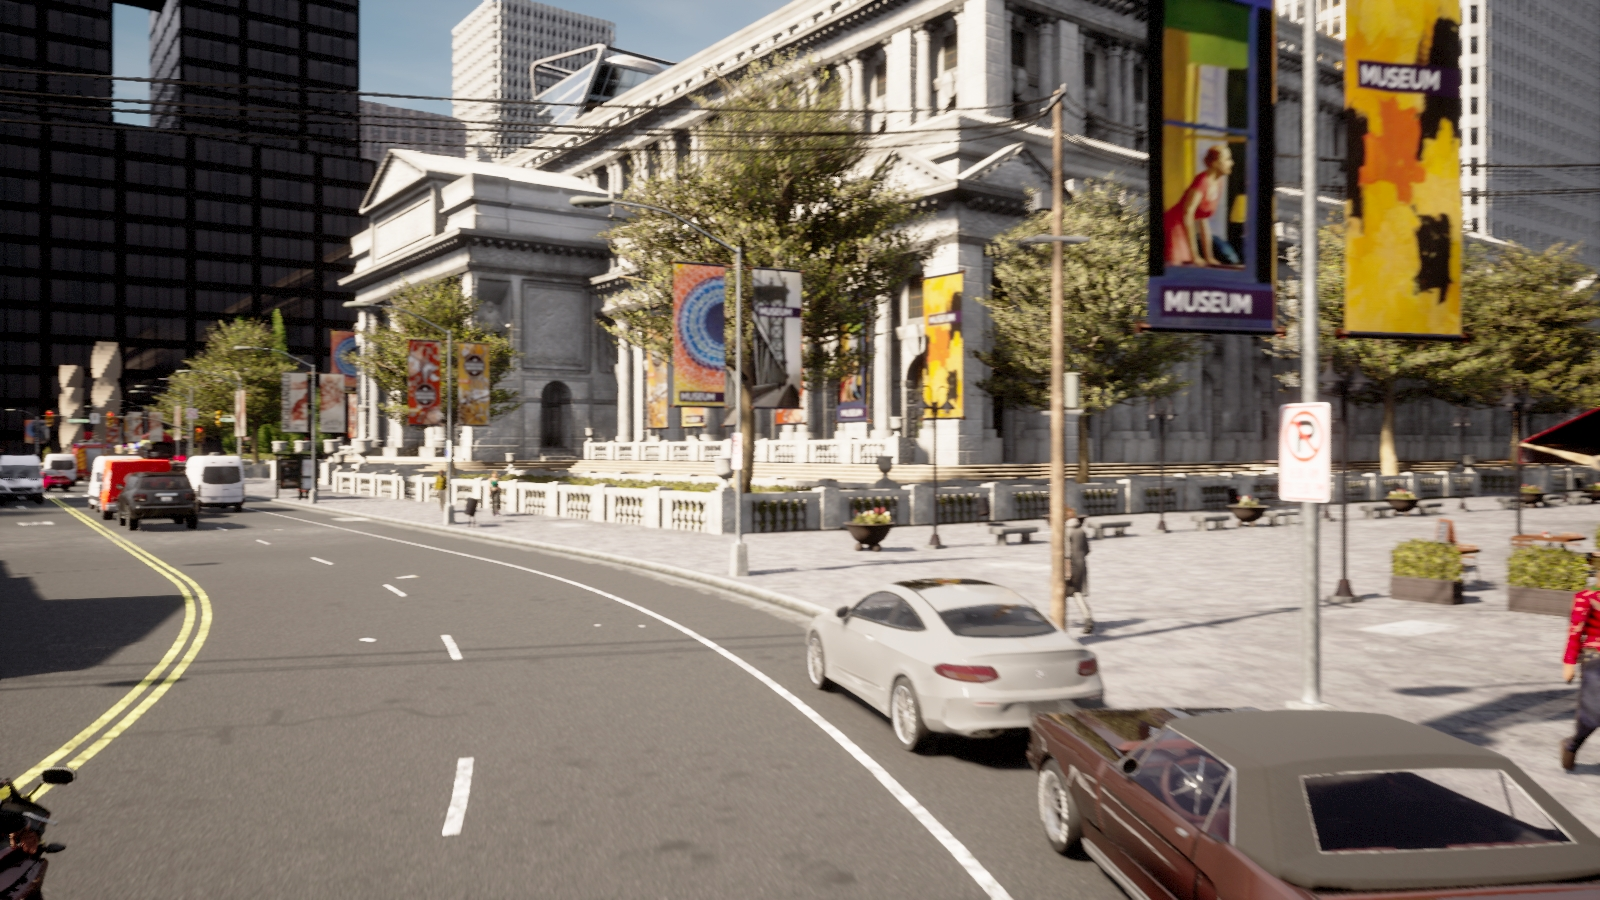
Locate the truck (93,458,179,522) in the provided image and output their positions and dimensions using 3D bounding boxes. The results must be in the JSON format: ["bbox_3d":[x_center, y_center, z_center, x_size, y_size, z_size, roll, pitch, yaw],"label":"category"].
[{"bbox_3d":[-27.849,1.601,47.815,2.627,2.467,5.204,0,0,-36],"label":"truck"}]

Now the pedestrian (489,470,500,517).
[{"bbox_3d":[-12.123,1.711,45.342,0.375,1.860,0.375,0,0,-29],"label":"pedestrian"}]

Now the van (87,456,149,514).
[{"bbox_3d":[-32.133,1.569,53.755,1.988,2.561,5.915,0,0,-36],"label":"van"}]

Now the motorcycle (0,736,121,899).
[{"bbox_3d":[-4.012,2.209,5.146,0.867,1.251,2.209,-1,0,-9],"label":"motorcycle"}]

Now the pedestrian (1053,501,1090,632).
[{"bbox_3d":[3.974,1.692,16.711,0.375,1.860,0.375,0,0,-27],"label":"pedestrian"}]

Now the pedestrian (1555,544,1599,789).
[{"bbox_3d":[6.289,1.692,9.036,0.375,1.860,0.375,0,0,-8],"label":"pedestrian"}]

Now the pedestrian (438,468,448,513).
[{"bbox_3d":[-15.066,1.712,48.178,0.375,1.860,0.375,0,0,-24],"label":"pedestrian"}]

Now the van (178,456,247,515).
[{"bbox_3d":[-27.429,1.563,53.213,1.988,2.561,5.915,0,0,-36],"label":"van"}]

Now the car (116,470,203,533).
[{"bbox_3d":[-23.534,1.805,41.874,2.150,2.045,5.566,0,0,-36],"label":"car"}]

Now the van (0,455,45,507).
[{"bbox_3d":[-41.404,1.578,60.636,1.988,2.561,5.915,0,0,-36],"label":"van"}]
